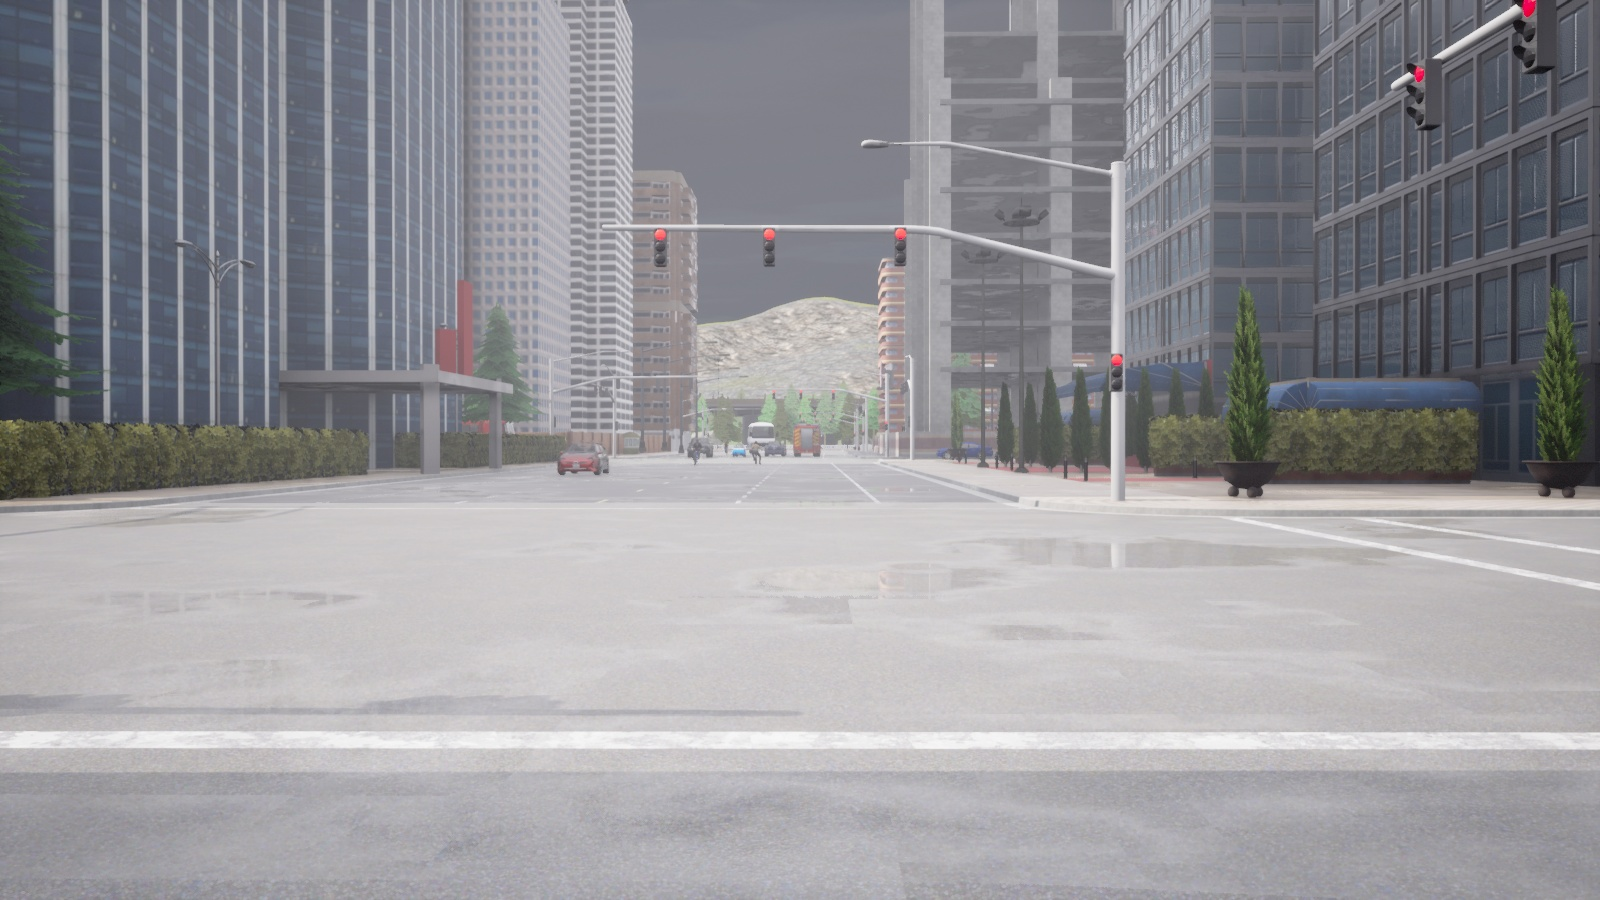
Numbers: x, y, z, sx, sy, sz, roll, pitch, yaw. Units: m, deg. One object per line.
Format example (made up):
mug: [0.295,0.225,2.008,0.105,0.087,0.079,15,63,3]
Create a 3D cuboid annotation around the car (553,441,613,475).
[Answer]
car: [-10.148,0.347,59.072,2.007,1.525,4.514,0,0,0]
